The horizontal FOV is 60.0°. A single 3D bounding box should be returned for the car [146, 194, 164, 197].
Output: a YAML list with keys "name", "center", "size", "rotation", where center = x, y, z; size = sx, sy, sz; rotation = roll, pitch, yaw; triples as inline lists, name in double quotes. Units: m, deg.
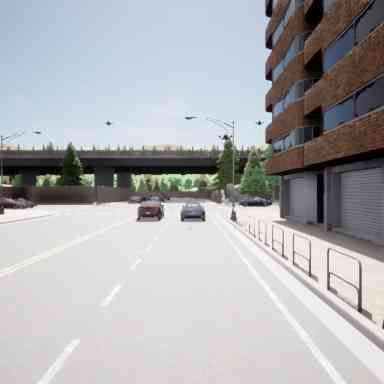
- name: "car"
  center: [-7.057, 1.564, 62.867]
  size: [1.994, 1.385, 4.181]
  rotation: [0, 0, 0]

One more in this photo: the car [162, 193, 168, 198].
- name: "car"
  center: [-7.000, 1.540, 73.397]
  size: [2.033, 1.411, 5.357]
  rotation: [0, 0, 0]

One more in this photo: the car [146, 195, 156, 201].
- name: "car"
  center: [-10.501, 1.524, 85.367]
  size: [1.812, 1.442, 4.674]
  rotation: [0, 0, 0]

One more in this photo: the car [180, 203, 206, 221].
- name: "car"
  center: [0.085, 1.564, 27.234]
  size: [1.994, 1.385, 4.181]
  rotation: [0, 0, 0]

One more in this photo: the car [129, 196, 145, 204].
- name: "car"
  center: [-10.555, 1.526, 62.269]
  size: [1.812, 1.442, 4.674]
  rotation: [0, 0, 0]

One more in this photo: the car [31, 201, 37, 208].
- name: "car"
  center: [-22.905, 1.508, 44.094]
  size: [4.181, 1.385, 1.994]
  rotation: [0, 0, 0]

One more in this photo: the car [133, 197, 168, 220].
- name: "car"
  center: [-3.438, 1.478, 28.371]
  size: [1.882, 1.535, 5.008]
  rotation: [0, 0, 0]

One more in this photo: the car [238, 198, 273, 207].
- name: "car"
  center: [9.040, 1.545, 47.824]
  size: [4.718, 1.301, 1.895]
  rotation: [0, 0, 1]

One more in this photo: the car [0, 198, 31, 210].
- name: "car"
  center: [-22.696, 1.470, 40.594]
  size: [4.674, 1.442, 1.812]
  rotation: [0, 0, 0]

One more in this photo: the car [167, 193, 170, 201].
- name: "car"
  center: [-7.000, 1.225, 86.655]
  size: [2.150, 2.045, 5.566]
  rotation: [0, 0, 0]
